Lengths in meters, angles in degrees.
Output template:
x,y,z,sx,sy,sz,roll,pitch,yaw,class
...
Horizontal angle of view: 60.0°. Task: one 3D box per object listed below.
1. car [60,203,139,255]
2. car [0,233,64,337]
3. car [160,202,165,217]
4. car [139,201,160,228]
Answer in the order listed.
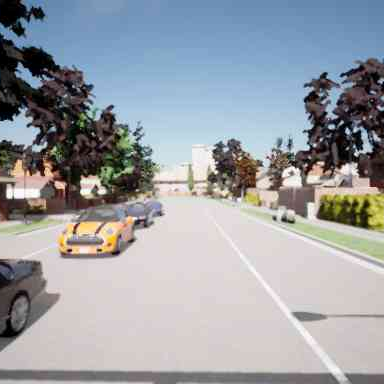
x,y,z,sx,sy,sz,roll,pitch,yaw,class
-3.655,1.389,13.479,2.097,1.767,4.553,0,0,0,car
-3.608,1.563,3.951,2.033,1.411,5.357,0,0,0,car
-3.726,1.605,32.567,1.812,1.442,4.674,0,0,0,car
-3.696,1.549,22.727,2.128,1.511,4.902,0,0,0,car
